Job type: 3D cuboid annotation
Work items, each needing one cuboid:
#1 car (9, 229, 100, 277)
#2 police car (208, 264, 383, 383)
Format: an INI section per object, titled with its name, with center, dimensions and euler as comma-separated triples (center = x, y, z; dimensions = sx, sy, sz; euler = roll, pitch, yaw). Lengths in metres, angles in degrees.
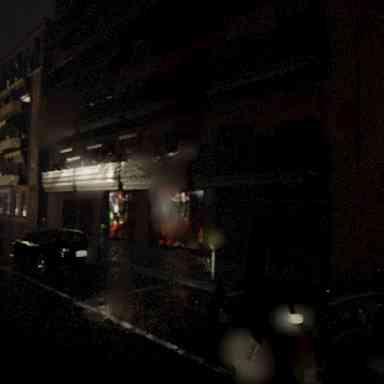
[car]
center = -4.776, 1.906, 11.418
dimensions = 4.313, 1.339, 1.947
euler = -1, -3, 45
[police car]
center = 2.416, 1.627, 3.797
dimensions = 5.238, 1.638, 1.930
euler = -1, -3, 45
